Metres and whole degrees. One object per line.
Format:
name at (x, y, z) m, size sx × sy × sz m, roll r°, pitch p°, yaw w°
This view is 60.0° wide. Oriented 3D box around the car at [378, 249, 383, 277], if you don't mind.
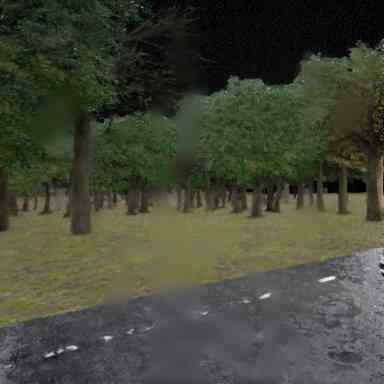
car at (6.812, 1.498, 8.776) m, size 4.674 × 1.442 × 1.812 m, roll 0°, pitch 0°, yaw -35°
